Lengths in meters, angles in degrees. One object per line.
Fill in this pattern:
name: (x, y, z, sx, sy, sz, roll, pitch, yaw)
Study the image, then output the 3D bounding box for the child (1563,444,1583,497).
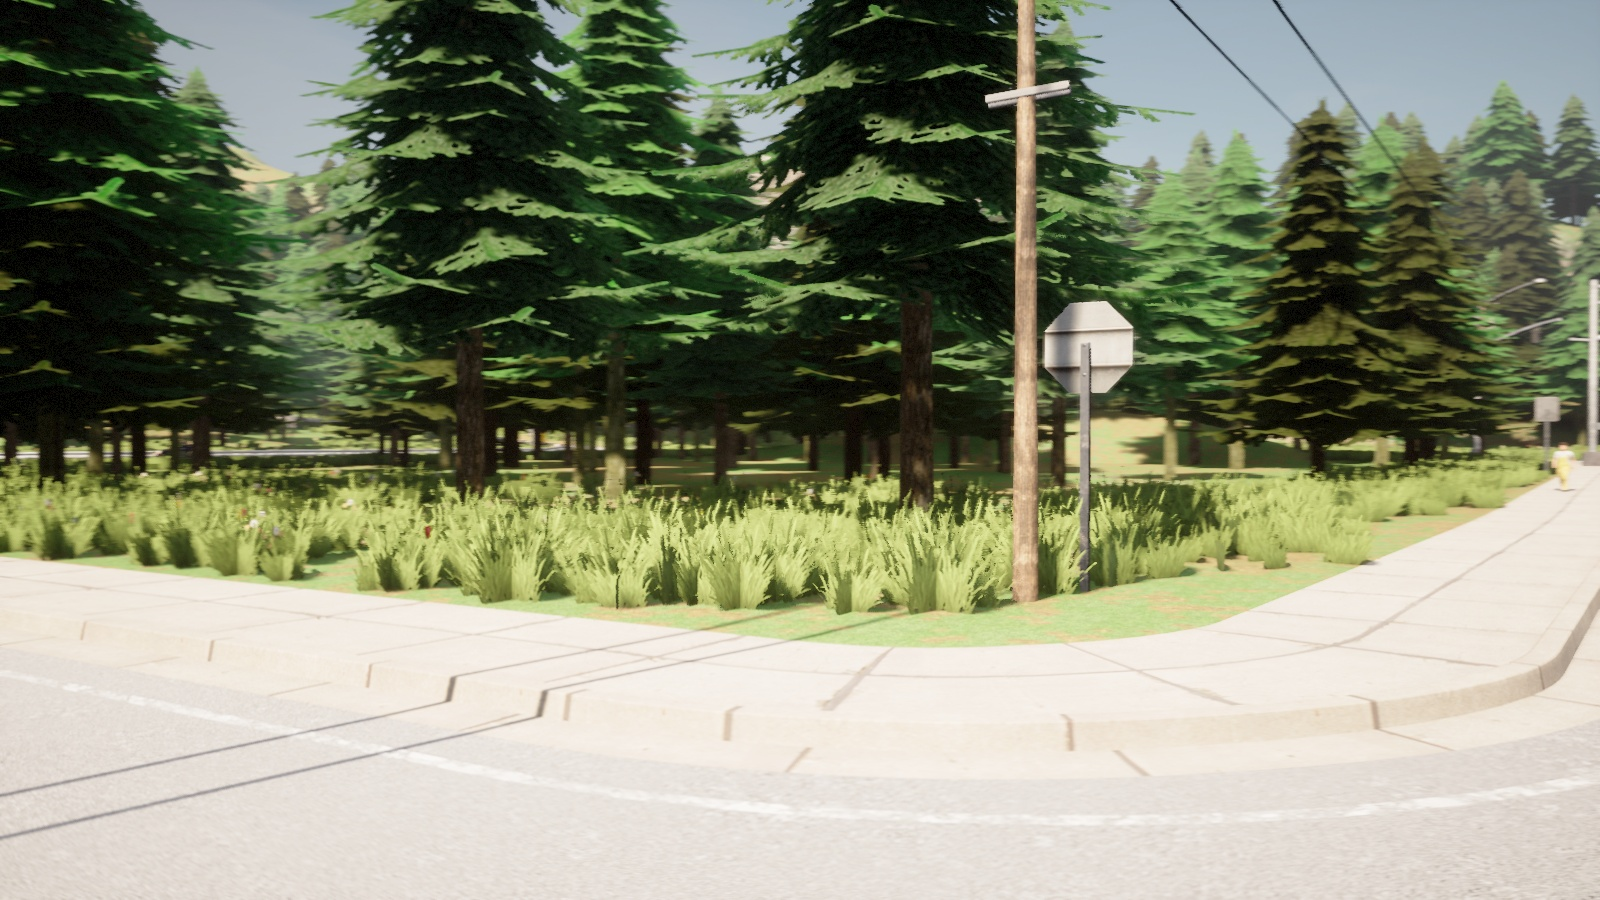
child: (18.446, 0.488, 29.969, 0.437, 1.263, 0.270, 0, 1, -43)

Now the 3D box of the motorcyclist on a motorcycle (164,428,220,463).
motorcyclist on a motorcycle: (-28.922, -0.222, 59.777, 0.766, 1.649, 2.350, 1, 1, 33)
